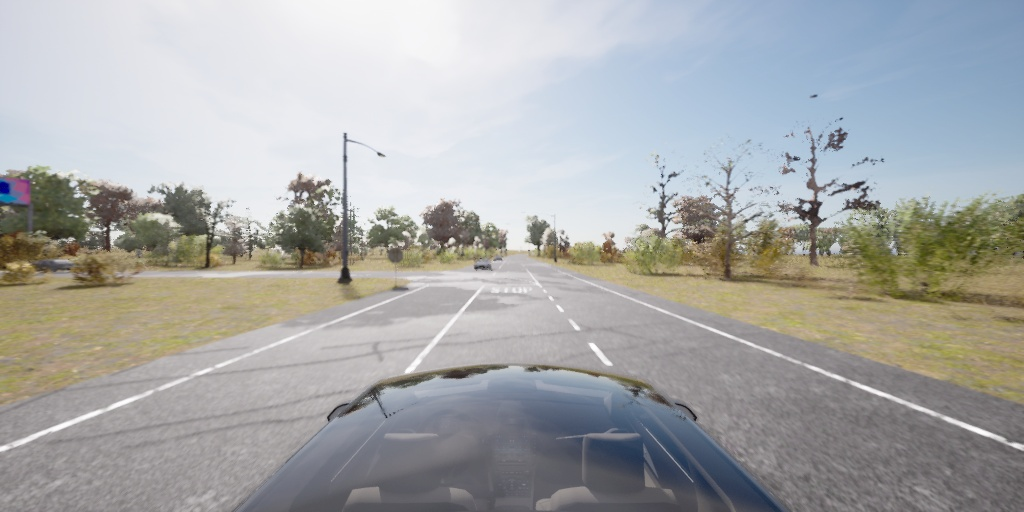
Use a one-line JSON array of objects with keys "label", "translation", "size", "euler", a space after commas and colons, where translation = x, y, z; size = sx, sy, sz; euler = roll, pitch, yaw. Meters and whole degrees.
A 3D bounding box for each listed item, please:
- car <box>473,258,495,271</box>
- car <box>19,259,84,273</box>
[{"label": "car", "translation": [-3.434, 1.020, 42.966], "size": [1.994, 1.385, 4.181], "euler": [0, 1, 0]}, {"label": "car", "translation": [-48.598, 1.059, 37.797], "size": [5.357, 1.411, 2.033], "euler": [0, 0, 2]}]
